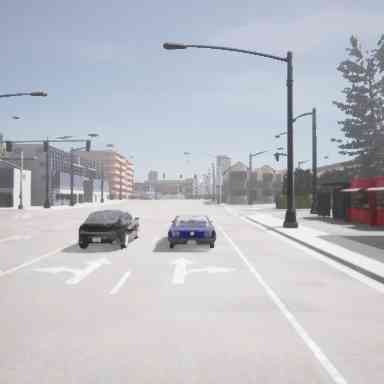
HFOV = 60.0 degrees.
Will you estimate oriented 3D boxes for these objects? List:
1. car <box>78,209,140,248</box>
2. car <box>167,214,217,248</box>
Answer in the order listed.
[{"bbox_3d":[-3.500,1.521,14.652,1.837,1.490,4.892,0,0,0],"label":"car"},{"bbox_3d":[0.000,1.621,14.682,1.895,1.301,4.718,0,0,0],"label":"car"}]
